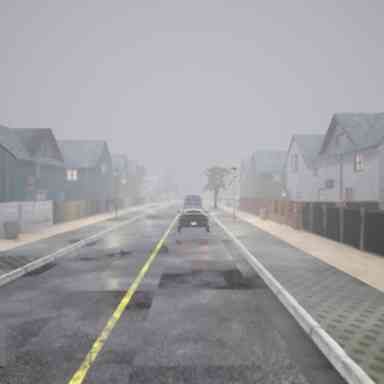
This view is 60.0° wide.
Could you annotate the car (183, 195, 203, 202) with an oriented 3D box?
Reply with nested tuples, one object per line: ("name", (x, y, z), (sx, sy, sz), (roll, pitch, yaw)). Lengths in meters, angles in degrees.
("car", (0.091, 1.324, 39.528), (2.150, 2.045, 5.566), (0, 0, 0))

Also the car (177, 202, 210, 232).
("car", (0.082, 1.552, 20.402), (1.812, 1.442, 4.674), (0, 0, 0))
